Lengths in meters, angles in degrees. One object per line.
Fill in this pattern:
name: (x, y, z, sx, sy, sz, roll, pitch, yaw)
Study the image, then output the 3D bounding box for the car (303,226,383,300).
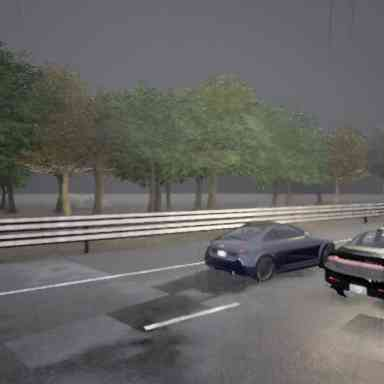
car: (4.882, 1.490, 7.231, 4.902, 1.511, 2.128, 0, 0, -36)

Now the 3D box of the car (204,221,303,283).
car: (2.405, 1.562, 9.761, 4.181, 1.385, 1.994, 0, 0, -36)
